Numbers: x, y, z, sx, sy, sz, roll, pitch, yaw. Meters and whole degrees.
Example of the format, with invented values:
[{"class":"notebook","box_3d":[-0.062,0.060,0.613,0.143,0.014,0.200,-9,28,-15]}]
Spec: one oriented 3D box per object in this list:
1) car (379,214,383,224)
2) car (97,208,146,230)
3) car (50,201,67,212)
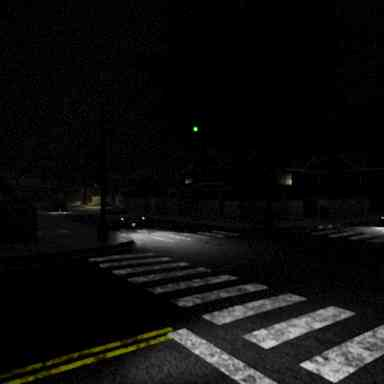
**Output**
[{"class":"car","box_3d":[14.567,1.538,22.085,5.357,1.411,2.033,0,0,-36]},{"class":"car","box_3d":[-4.915,1.781,22.890,1.895,1.301,4.718,0,0,-34]},{"class":"car","box_3d":[-17.939,1.905,44.591,2.033,1.411,5.357,0,0,-28]}]
